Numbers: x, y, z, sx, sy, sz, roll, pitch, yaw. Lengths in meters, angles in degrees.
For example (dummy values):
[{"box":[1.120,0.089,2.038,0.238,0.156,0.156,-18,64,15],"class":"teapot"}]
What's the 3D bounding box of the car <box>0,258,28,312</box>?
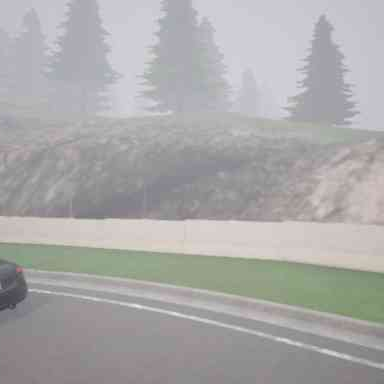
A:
[{"box":[-5.229,1.565,6.066,4.181,1.385,1.994,0,0,16],"class":"car"}]
